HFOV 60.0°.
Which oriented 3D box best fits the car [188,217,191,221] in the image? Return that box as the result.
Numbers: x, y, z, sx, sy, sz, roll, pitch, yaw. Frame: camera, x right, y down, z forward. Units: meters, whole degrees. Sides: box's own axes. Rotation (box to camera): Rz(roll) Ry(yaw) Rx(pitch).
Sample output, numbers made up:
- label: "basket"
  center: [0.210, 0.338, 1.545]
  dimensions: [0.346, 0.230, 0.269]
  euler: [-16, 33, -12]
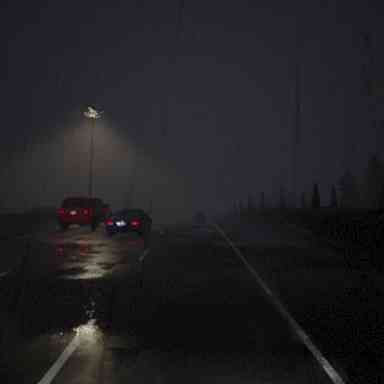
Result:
- label: "car"
  center: [-0.012, 5.964, 70.150]
  dimensions: [1.837, 1.490, 4.892]
  euler: [0, -6, 0]

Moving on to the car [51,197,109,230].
- label: "car"
  center: [-6.904, 1.379, 22.019]
  dimensions: [2.150, 2.045, 5.566]
  euler: [0, -2, 0]

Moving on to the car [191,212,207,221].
- label: "car"
  center: [1.216, 3.900, 50.603]
  dimensions: [1.837, 1.490, 4.892]
  euler: [0, -6, 0]

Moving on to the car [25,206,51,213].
- label: "car"
  center: [-14.102, 2.089, 31.484]
  dimensions: [1.837, 1.490, 4.892]
  euler: [0, -4, 0]

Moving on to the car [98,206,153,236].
- label: "car"
  center: [-3.404, 1.636, 18.734]
  dimensions: [2.033, 1.411, 5.357]
  euler: [0, -1, 0]
